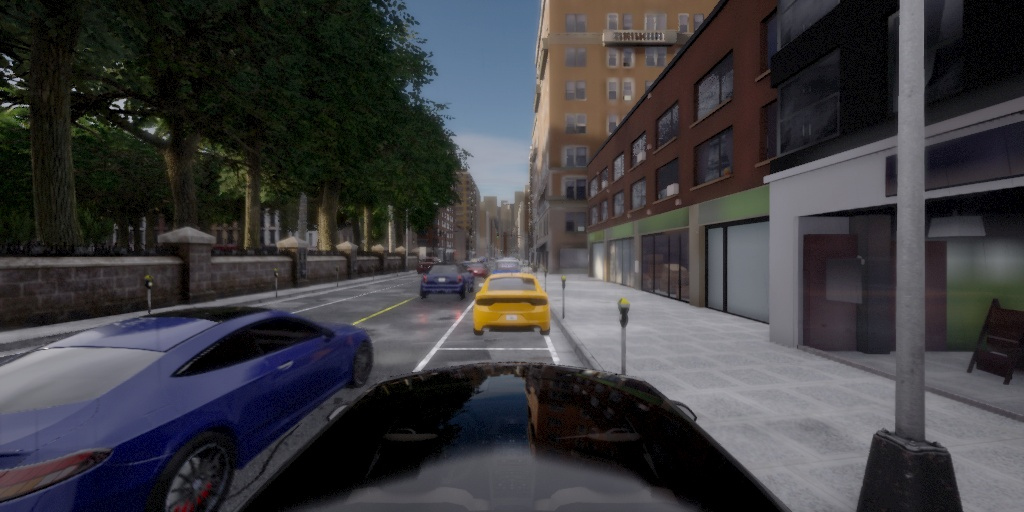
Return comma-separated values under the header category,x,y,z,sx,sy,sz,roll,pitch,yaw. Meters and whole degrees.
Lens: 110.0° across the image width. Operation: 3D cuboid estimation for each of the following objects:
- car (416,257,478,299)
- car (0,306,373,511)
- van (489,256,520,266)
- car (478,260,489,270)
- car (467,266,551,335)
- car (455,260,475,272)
category,x,y,z,sx,sy,sz,roll,pitch,yaw
car,-3.126,1.095,18.187,2.097,1.767,4.553,0,0,0
car,-3.146,1.275,3.877,1.812,1.442,4.674,0,0,0
van,-0.289,1.083,21.849,1.690,1.789,3.998,0,0,0
car,-3.131,1.297,33.146,1.994,1.385,4.181,0,0,1
car,-0.005,1.225,10.500,1.882,1.535,5.008,0,0,0
car,-6.162,1.279,47.309,1.994,1.385,4.181,0,0,1
